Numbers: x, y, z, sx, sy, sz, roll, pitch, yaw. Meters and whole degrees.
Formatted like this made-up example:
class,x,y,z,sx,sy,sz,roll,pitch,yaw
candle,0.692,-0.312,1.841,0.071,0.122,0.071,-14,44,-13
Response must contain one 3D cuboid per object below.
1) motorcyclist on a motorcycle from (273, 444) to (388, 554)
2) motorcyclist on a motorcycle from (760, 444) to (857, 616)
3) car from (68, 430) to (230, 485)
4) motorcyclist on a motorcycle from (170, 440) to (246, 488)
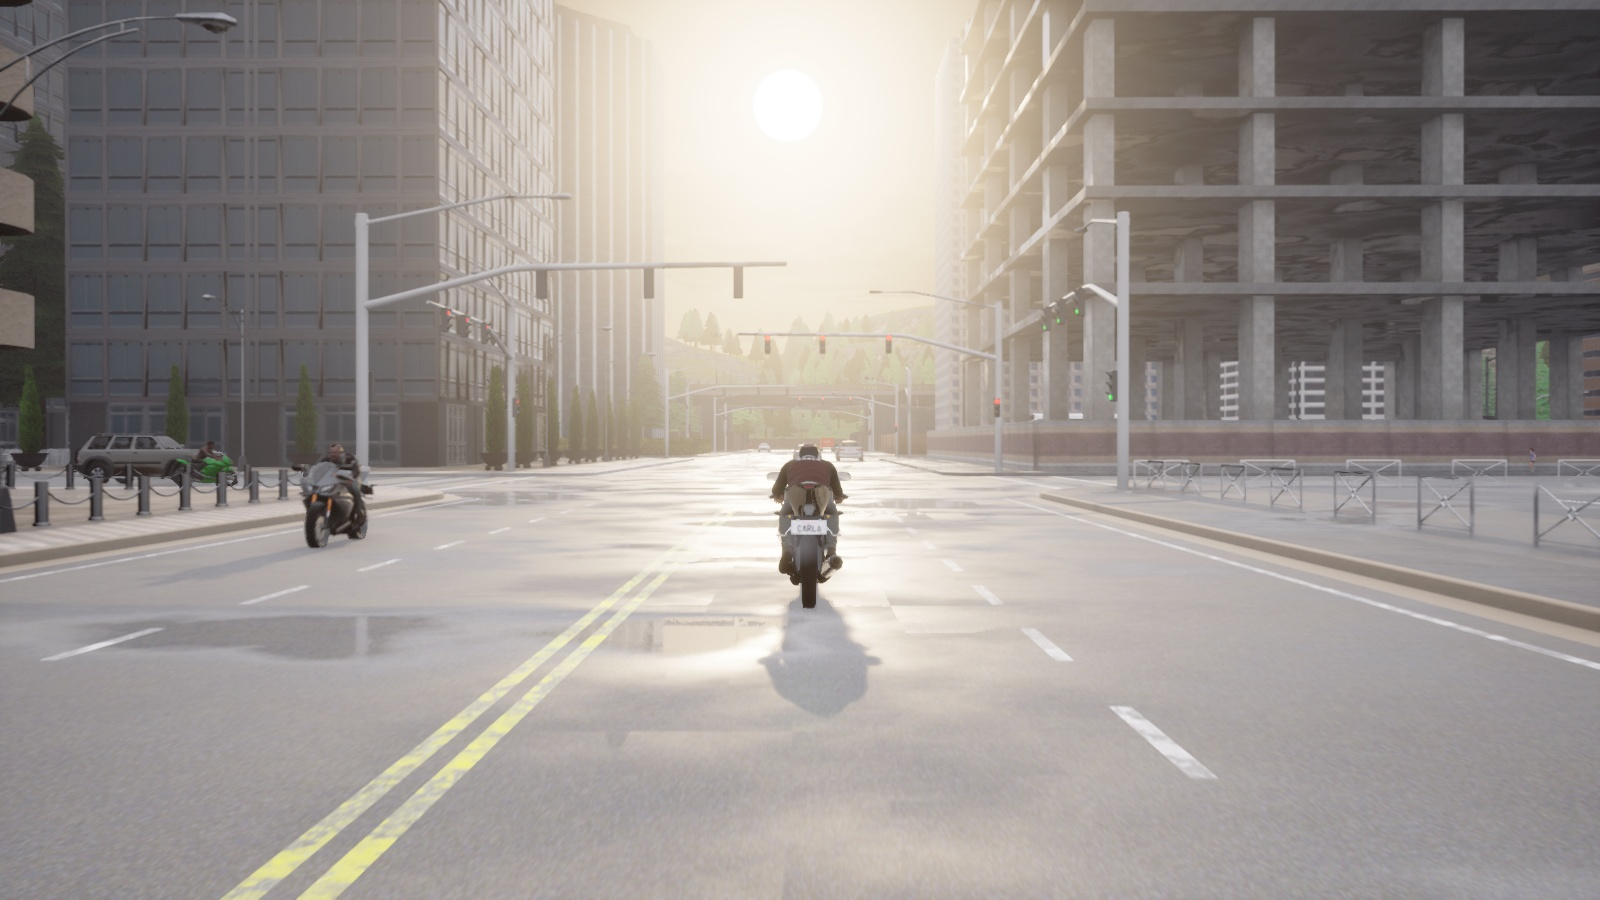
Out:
class,x,y,z,sx,sy,sz,roll,pitch,yaw
motorcyclist on a motorcycle,-6.879,0.671,18.525,0.866,1.530,2.191,0,0,0
motorcyclist on a motorcycle,0.085,0.712,12.308,0.866,1.530,2.191,0,0,0
car,-22.541,0.244,43.596,4.605,1.855,1.932,0,0,0
motorcyclist on a motorcycle,-18.889,0.432,40.092,2.044,1.523,0.797,0,0,0
